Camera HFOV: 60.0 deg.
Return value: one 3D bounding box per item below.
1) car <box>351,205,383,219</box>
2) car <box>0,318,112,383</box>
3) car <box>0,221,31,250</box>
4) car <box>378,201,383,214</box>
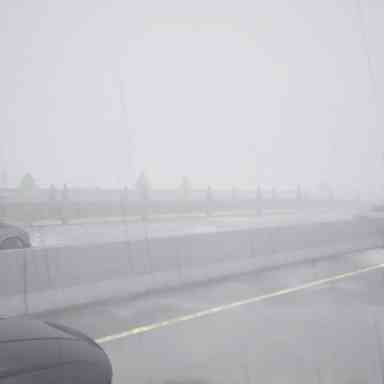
[{"bbox_3d":[12.389,1.545,21.410,5.357,1.411,2.033,0,0,-35],"label":"car"},{"bbox_3d":[-2.870,1.478,1.679,5.008,1.535,1.882,0,0,-36],"label":"car"},{"bbox_3d":[-7.800,1.563,11.326,4.181,1.385,1.994,0,0,-35],"label":"car"},{"bbox_3d":[23.610,1.812,37.949,5.357,1.411,2.033,3,-2,-35],"label":"car"}]
